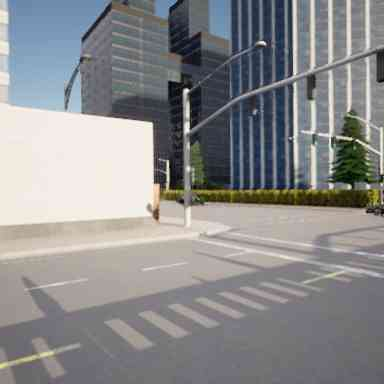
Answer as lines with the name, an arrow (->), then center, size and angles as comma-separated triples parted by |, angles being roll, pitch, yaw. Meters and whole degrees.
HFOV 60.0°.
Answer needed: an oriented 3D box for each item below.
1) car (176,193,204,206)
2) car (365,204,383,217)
car -> -0.331, 0.971, 46.846 | 2.097, 1.767, 4.553 | -1, 1, -35
car -> 15.692, 1.175, 24.295 | 2.033, 1.411, 5.357 | -1, 1, -35
